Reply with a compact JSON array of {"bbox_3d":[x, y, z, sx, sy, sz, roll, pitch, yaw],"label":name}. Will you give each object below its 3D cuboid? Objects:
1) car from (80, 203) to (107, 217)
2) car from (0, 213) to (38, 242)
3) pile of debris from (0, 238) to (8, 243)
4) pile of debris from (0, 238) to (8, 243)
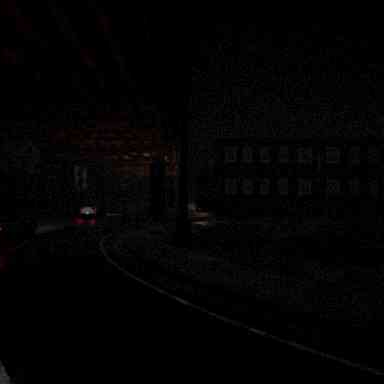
[{"bbox_3d":[-10.312,1.840,34.895,1.812,1.442,4.674,0,-1,-1],"label":"car"},{"bbox_3d":[-9.569,1.720,17.139,1.895,1.301,4.718,1,-1,-8],"label":"car"},{"bbox_3d":[-9.546,2.278,15.170,1.500,0.140,1.860,1,-1,-12],"label":"pile of debris"},{"bbox_3d":[-9.546,2.278,15.170,1.500,0.140,1.860,1,-1,-12],"label":"pile of debris"}]
